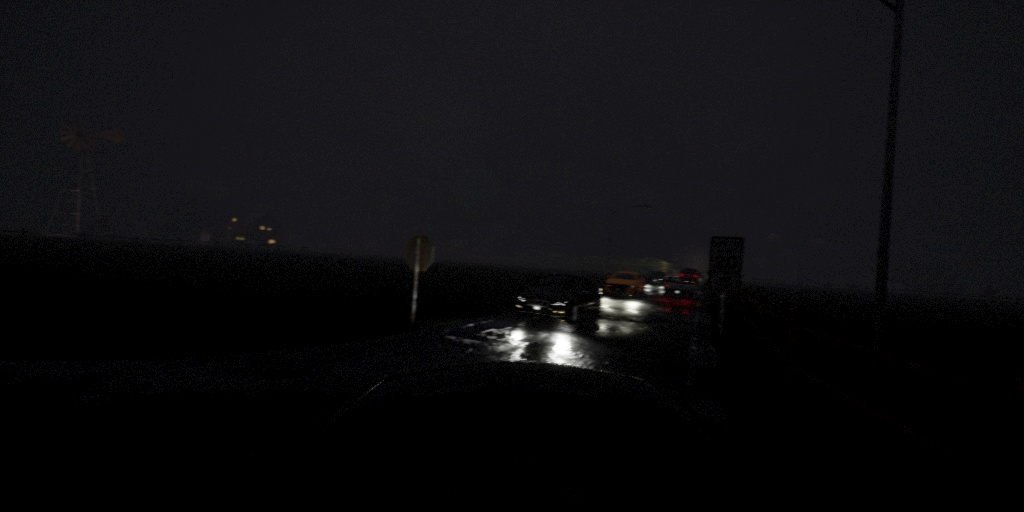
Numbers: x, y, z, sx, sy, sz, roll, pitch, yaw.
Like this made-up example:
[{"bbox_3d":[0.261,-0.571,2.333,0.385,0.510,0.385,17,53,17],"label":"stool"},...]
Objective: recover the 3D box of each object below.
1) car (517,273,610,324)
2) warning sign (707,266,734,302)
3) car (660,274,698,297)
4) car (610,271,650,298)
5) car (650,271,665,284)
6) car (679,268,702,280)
[{"bbox_3d":[1.891,1.390,12.916,1.837,1.490,4.892,4,0,28],"label":"car"},{"bbox_3d":[12.345,1.728,21.433,1.300,1.860,1.060,0,0,28],"label":"warning sign"},{"bbox_3d":[12.369,2.225,26.444,1.895,1.301,4.718,4,0,28],"label":"car"},{"bbox_3d":[7.435,1.758,23.391,1.882,1.535,5.008,4,0,28],"label":"car"},{"bbox_3d":[16.059,2.417,39.579,1.837,1.490,4.892,4,0,28],"label":"car"},{"bbox_3d":[22.785,2.615,46.109,2.150,2.045,5.566,4,0,28],"label":"car"}]
